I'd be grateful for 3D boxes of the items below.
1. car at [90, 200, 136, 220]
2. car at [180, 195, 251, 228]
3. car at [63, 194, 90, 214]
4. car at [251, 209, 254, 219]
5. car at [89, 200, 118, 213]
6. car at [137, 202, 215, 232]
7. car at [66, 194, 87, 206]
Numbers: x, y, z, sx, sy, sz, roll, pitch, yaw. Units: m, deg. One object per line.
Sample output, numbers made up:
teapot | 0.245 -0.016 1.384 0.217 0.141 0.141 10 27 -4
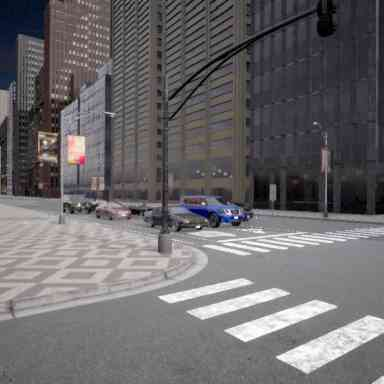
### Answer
car | -6.879 1.585 28.747 1.812 1.442 4.674 1 -1 -36
car | 1.145 1.269 23.103 2.150 2.045 5.566 1 -1 -36
car | -13.103 1.324 37.471 2.150 2.045 5.566 1 -1 -36
car | 2.776 1.586 26.763 1.837 1.490 4.892 1 0 -36
car | -10.591 1.653 39.541 1.812 1.442 4.674 1 -1 -35
car | -1.182 1.569 20.780 2.033 1.411 5.357 1 -1 -35
car | -20.885 1.467 59.850 2.150 2.045 5.566 1 -1 -36
